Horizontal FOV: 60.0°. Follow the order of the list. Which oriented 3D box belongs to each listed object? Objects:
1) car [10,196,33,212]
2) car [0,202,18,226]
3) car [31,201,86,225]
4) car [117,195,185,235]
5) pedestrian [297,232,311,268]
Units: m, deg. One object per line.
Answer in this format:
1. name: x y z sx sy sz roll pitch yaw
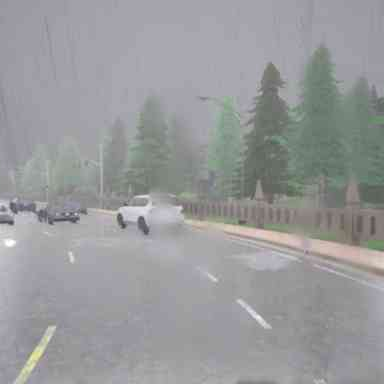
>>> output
1. car: -17.923 1.316 35.112 2.097 1.767 4.553 0 0 -35
2. car: -13.290 1.577 22.446 1.895 1.301 4.718 0 0 -35
3. car: -9.710 1.522 23.882 2.033 1.411 5.357 0 0 -37
4. car: -2.509 1.199 19.135 2.150 2.045 5.566 0 0 -32
5. pedestrian: 3.339 1.663 9.793 0.500 1.100 0.500 0 0 -16
